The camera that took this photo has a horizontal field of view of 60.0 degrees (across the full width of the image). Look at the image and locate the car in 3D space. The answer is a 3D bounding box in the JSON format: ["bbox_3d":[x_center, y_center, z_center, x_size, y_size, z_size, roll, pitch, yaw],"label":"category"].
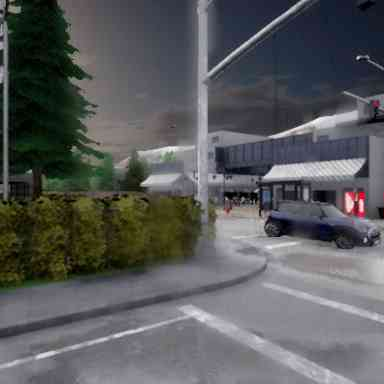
[{"bbox_3d":[5.468,1.234,14.276,4.553,1.767,2.097,4,3,44],"label":"car"}]
